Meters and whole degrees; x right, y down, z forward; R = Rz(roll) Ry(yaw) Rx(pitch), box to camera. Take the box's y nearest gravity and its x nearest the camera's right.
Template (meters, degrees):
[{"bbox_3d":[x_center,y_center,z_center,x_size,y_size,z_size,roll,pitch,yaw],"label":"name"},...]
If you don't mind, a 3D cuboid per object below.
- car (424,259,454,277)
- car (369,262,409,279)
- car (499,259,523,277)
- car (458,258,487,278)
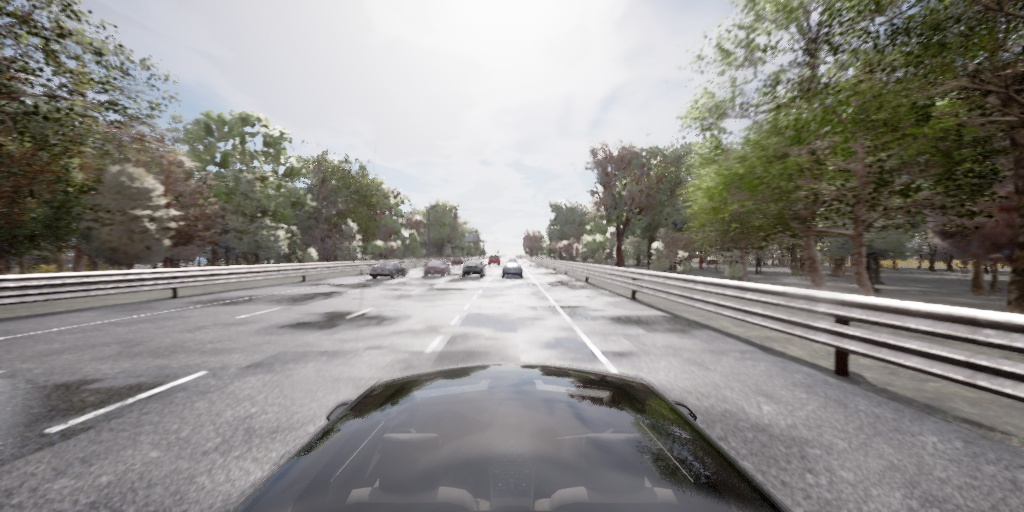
[{"bbox_3d":[-6.954,1.187,33.606,1.812,1.442,4.674,0,0,1],"label":"car"},{"bbox_3d":[-10.481,1.217,30.797,2.033,1.411,5.357,0,0,0],"label":"car"},{"bbox_3d":[0.047,1.226,33.666,1.994,1.385,4.181,0,0,0],"label":"car"},{"bbox_3d":[-3.455,1.169,33.267,1.837,1.490,4.892,0,1,1],"label":"car"}]
